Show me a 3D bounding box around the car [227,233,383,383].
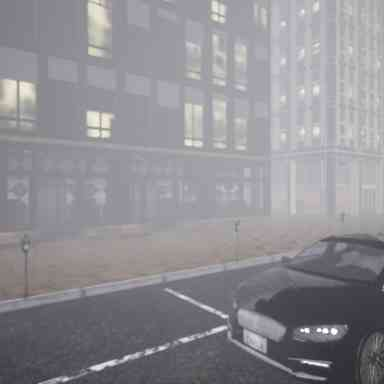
[{"bbox_3d":[2.731,1.473,5.314,4.902,1.511,2.128,0,0,-35],"label":"car"}]
